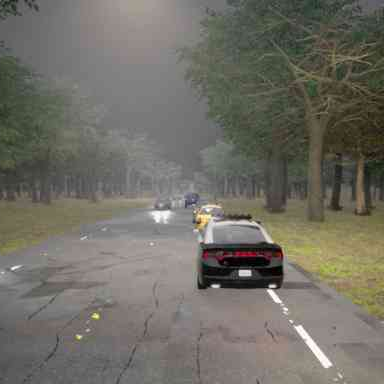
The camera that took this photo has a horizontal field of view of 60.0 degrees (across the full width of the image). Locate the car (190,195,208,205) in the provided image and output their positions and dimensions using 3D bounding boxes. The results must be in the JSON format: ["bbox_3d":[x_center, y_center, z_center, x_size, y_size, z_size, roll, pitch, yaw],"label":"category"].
[{"bbox_3d":[1.102,1.313,25.110,2.097,1.767,4.553,0,0,0],"label":"car"}]

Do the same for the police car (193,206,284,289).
[{"bbox_3d":[1.069,1.418,9.246,1.930,1.638,5.238,0,0,0],"label":"police car"}]

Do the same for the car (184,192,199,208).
[{"bbox_3d":[0.109,1.107,45.873,2.150,2.045,5.566,0,0,0],"label":"car"}]

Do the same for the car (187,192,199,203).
[{"bbox_3d":[0.133,1.010,64.143,2.150,2.045,5.566,0,0,0],"label":"car"}]

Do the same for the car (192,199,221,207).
[{"bbox_3d":[1.090,1.431,19.328,1.801,1.575,5.366,0,0,0],"label":"car"}]

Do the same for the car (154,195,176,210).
[{"bbox_3d":[-3.515,1.401,40.517,2.128,1.511,4.902,0,0,0],"label":"car"}]

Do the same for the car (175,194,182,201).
[{"bbox_3d":[-3.345,1.256,74.638,1.812,1.442,4.674,0,0,0],"label":"car"}]
